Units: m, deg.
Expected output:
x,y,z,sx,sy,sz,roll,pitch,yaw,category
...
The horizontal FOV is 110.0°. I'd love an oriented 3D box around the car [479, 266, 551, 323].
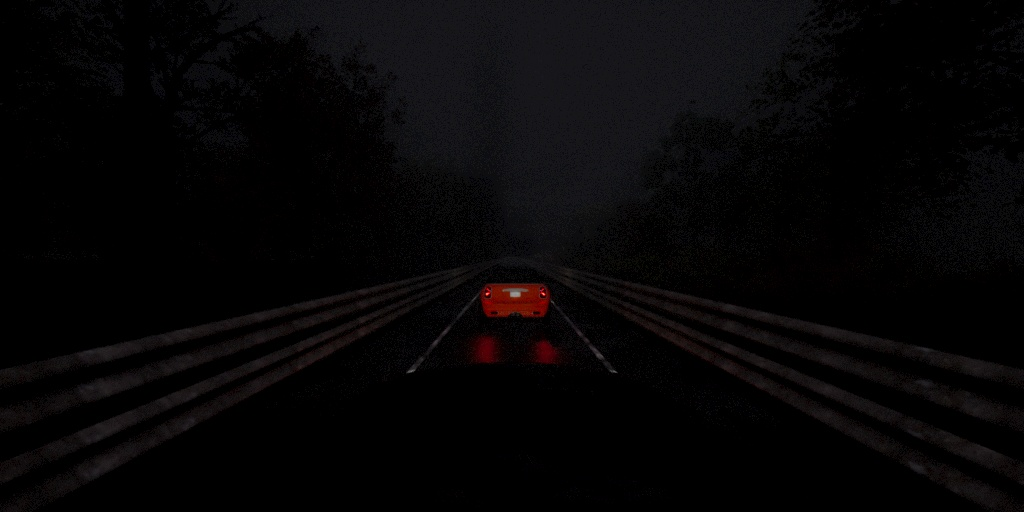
x,y,z,sx,sy,sz,roll,pitch,yaw,category
0.097,1.099,12.220,2.097,1.767,4.553,0,0,0,car
